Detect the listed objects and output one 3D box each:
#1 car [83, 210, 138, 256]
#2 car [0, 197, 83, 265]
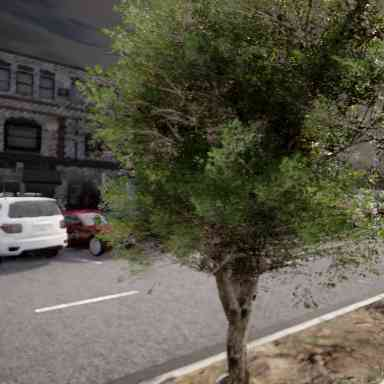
[{"bbox_3d":[-4.118,1.464,13.050,5.008,1.535,2.097,-1,-1,35],"label":"car"},{"bbox_3d":[-6.591,1.212,11.318,5.566,2.045,2.435,-1,-1,34],"label":"car"}]
